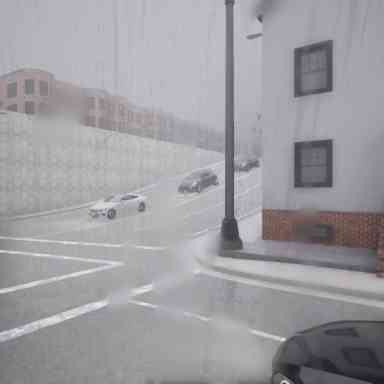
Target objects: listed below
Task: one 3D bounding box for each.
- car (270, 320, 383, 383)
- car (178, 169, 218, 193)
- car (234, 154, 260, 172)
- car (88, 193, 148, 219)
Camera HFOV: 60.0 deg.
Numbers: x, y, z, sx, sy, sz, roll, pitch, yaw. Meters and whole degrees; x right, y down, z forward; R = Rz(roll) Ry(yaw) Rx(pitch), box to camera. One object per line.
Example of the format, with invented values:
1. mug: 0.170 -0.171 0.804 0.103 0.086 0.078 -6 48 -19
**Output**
1. car: 2.789 1.526 1.981 4.674 1.442 1.812 0 0 36
2. car: 0.565 -1.125 31.326 2.097 1.767 4.553 0 13 34
3. car: 6.243 -3.501 39.339 2.097 1.767 4.553 0 14 35
4. car: -5.057 0.864 23.298 1.812 1.442 4.674 0 7 35
